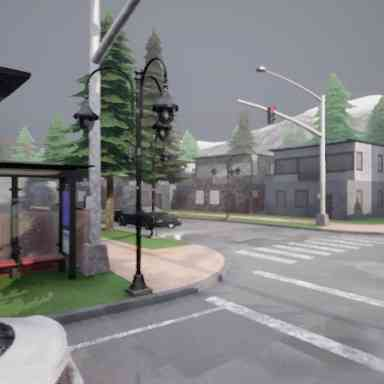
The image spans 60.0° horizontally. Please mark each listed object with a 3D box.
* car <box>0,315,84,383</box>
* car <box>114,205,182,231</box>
[{"bbox_3d":[-2.977,1.526,1.695,4.674,1.442,1.812,0,0,-34],"label":"car"},{"bbox_3d":[-2.951,1.524,20.857,2.033,1.411,5.357,0,0,-42],"label":"car"}]
